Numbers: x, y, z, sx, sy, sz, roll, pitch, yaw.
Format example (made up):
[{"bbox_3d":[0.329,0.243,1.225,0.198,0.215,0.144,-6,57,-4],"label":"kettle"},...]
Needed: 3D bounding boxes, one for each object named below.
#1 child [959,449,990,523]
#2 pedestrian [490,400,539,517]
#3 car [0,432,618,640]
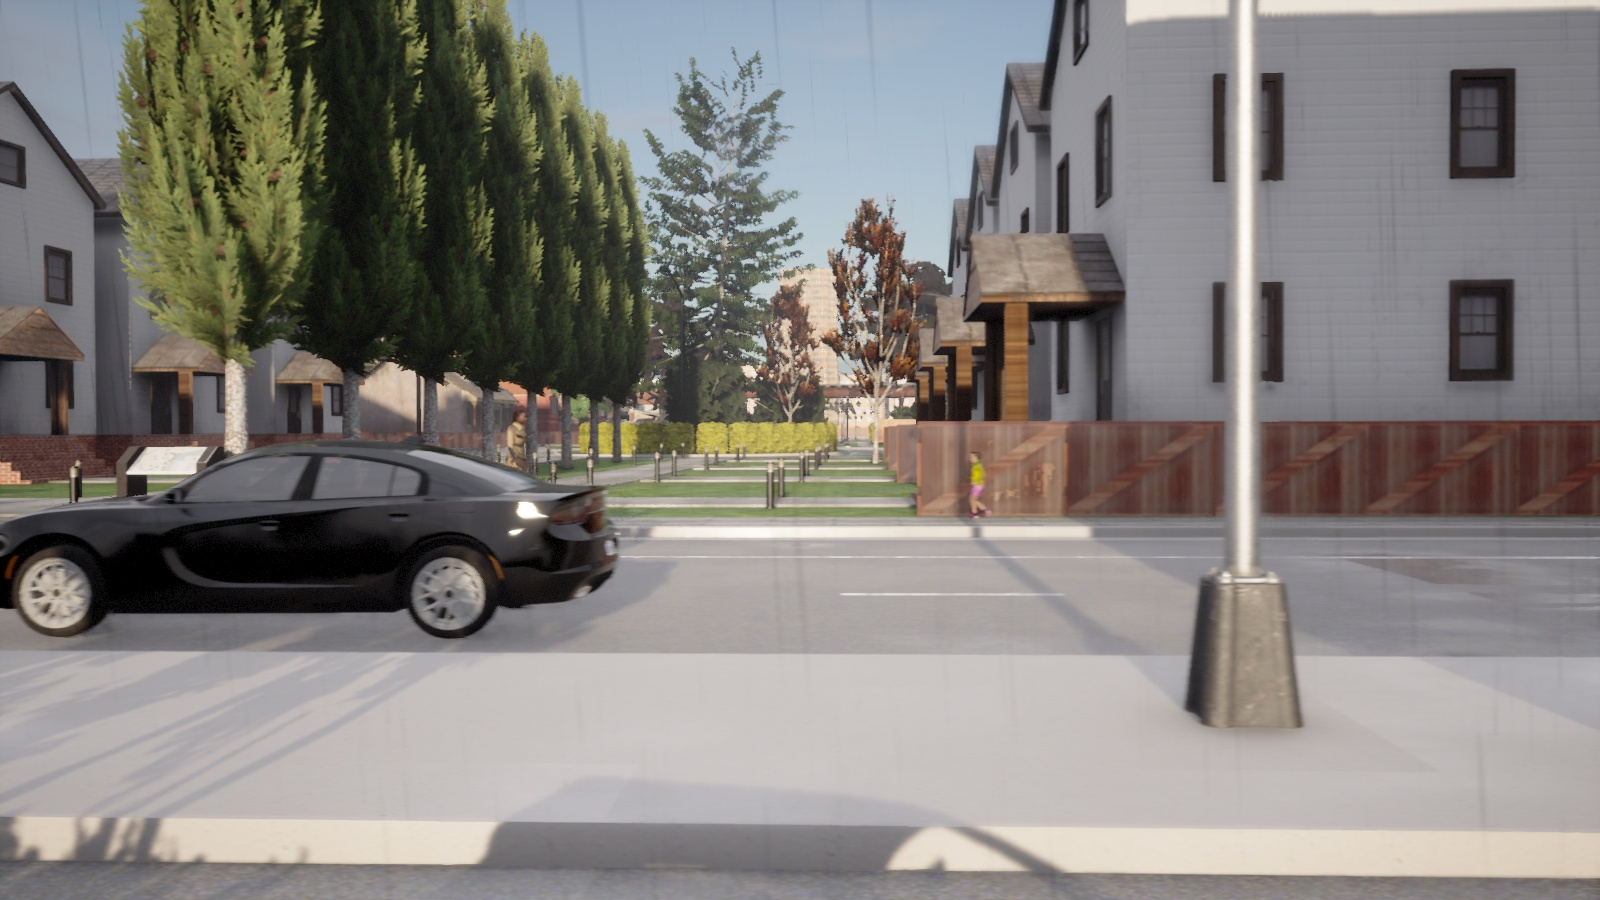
[{"bbox_3d":[2.764,0.568,19.903,0.473,1.160,0.299,0,1,6],"label":"child"},{"bbox_3d":[-4.766,0.142,20.959,0.692,1.930,0.396,0,1,8],"label":"pedestrian"},{"bbox_3d":[-4.181,0.628,10.454,5.008,1.535,1.882,0,1,3],"label":"car"}]
